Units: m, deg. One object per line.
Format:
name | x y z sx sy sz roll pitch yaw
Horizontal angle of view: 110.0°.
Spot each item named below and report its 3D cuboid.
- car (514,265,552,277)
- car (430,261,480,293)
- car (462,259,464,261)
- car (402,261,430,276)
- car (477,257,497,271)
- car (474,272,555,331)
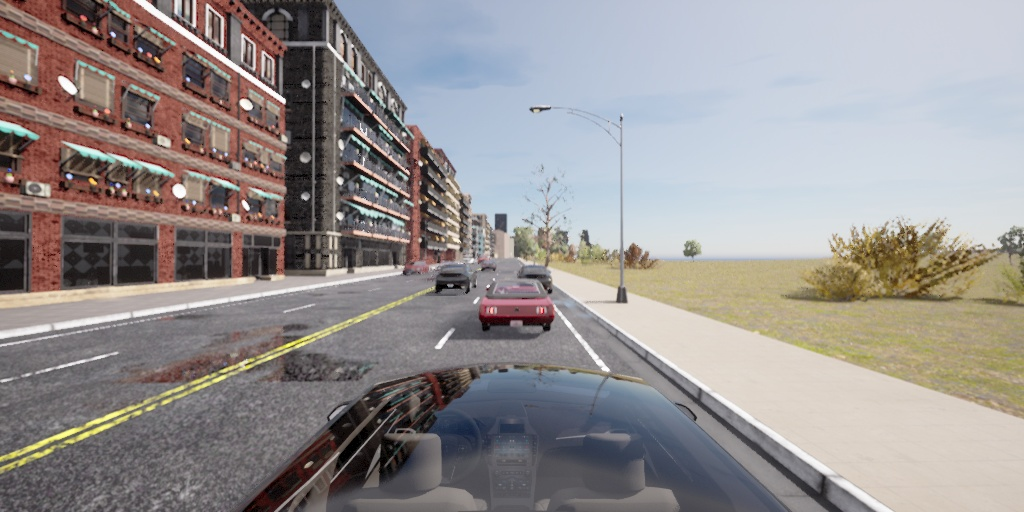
car | 1.187 1.239 20.149 1.837 1.490 4.892 0 0 0
car | -3.100 1.238 20.491 1.837 1.490 4.892 0 0 0
car | -6.509 1.265 36.550 2.033 1.411 5.357 0 0 0
car | -9.757 1.243 36.763 1.812 1.442 4.674 0 0 0
car | -3.028 1.253 47.692 2.033 1.411 5.357 0 0 0
car | 0.124 1.343 10.887 1.895 1.301 4.718 0 0 0
